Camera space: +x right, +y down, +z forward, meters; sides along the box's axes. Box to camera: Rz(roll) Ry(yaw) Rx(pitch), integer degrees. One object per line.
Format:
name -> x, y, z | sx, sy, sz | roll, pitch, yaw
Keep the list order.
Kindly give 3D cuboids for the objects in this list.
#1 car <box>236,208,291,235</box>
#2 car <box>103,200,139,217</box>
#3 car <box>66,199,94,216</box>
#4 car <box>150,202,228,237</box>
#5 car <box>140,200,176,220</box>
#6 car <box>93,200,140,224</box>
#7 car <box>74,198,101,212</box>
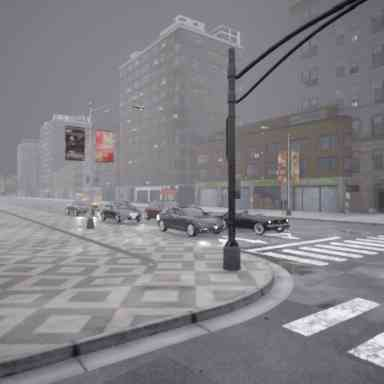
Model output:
car -> 3.338, 1.644, 19.364 | 1.895, 1.301, 4.718 | 0, 0, -36
car -> -7.326, 1.615, 34.037 | 1.837, 1.490, 4.892 | 0, 0, -36
car -> -11.548, 1.624, 34.325 | 1.837, 1.490, 4.892 | 0, 0, -36
car -> -0.207, 1.556, 18.704 | 1.837, 1.490, 4.892 | 0, 0, -36
car -> -1.986, 1.431, 26.690 | 2.097, 1.767, 4.553 | 0, 0, -36
car -> -5.702, 1.579, 26.265 | 2.128, 1.511, 4.902 | 0, 0, -36
car -> -13.361, 1.616, 42.393 | 1.882, 1.535, 5.008 | 0, 0, -35
